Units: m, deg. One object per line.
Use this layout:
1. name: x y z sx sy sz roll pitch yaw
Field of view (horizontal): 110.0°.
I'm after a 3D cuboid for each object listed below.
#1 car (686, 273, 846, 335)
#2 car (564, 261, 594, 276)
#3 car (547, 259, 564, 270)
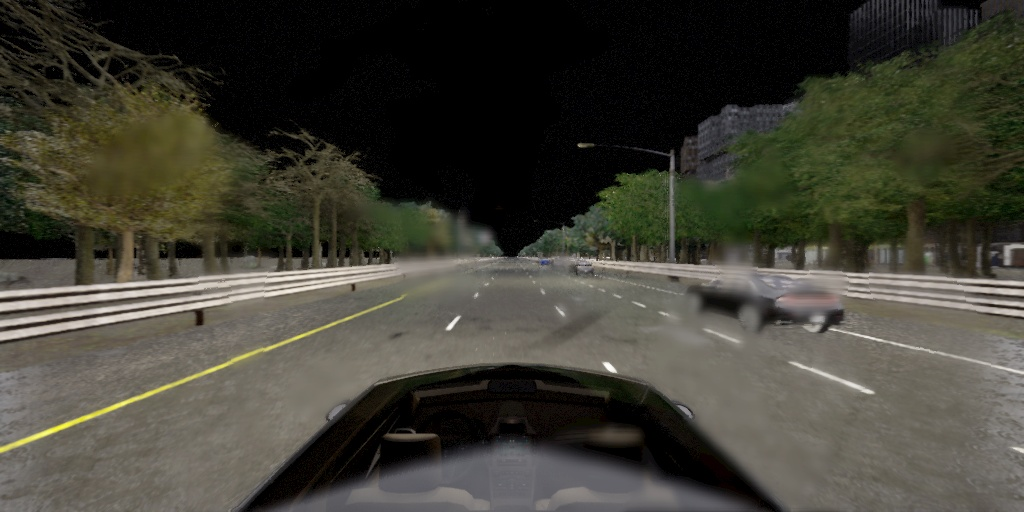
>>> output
1. car: 7.001 1.246 10.603 2.128 1.511 4.902 0 0 0
2. car: 7.041 1.252 36.564 2.128 1.511 4.902 0 0 0
3. car: 7.072 1.257 54.567 2.128 1.511 4.902 0 0 0
